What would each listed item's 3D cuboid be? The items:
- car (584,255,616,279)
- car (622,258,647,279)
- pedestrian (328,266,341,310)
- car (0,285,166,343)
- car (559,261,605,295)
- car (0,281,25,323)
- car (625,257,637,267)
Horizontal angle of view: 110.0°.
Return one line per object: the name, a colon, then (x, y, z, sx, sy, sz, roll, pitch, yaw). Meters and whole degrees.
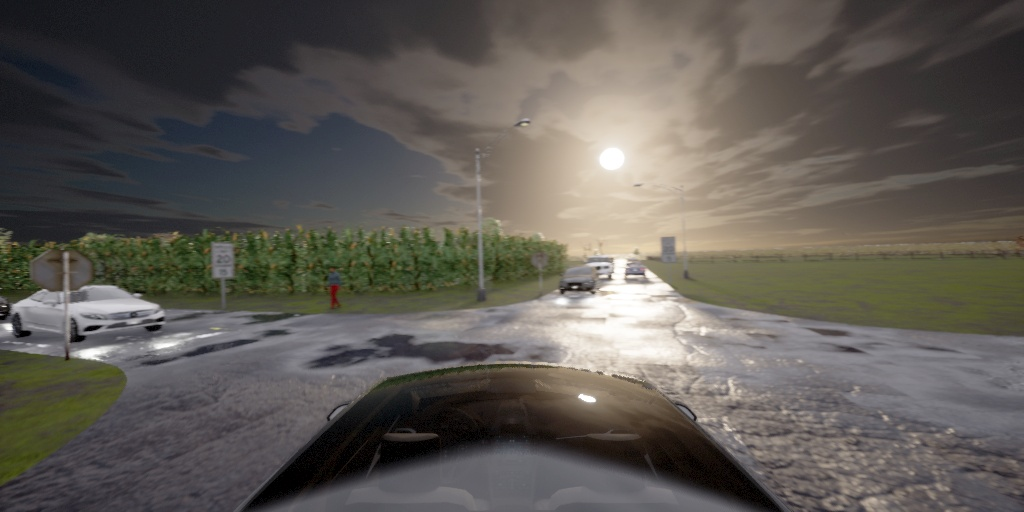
car: (7.755, 0.955, 31.843, 2.150, 2.045, 5.566, -2, -1, 18)
car: (10.542, 1.159, 30.861, 2.033, 1.411, 5.357, -2, -1, 18)
pedestrian: (-7.485, 1.307, 15.060, 0.375, 1.860, 0.375, -2, -2, 18)
car: (-12.611, 1.590, 10.644, 4.674, 1.442, 1.812, -1, -1, 19)
car: (3.847, 1.277, 19.927, 1.837, 1.490, 4.892, -2, -1, 19)
car: (-21.313, 1.764, 13.475, 4.902, 1.511, 2.128, -1, -1, 18)
car: (20.254, 0.993, 60.975, 1.882, 1.535, 5.008, -2, -1, 18)
